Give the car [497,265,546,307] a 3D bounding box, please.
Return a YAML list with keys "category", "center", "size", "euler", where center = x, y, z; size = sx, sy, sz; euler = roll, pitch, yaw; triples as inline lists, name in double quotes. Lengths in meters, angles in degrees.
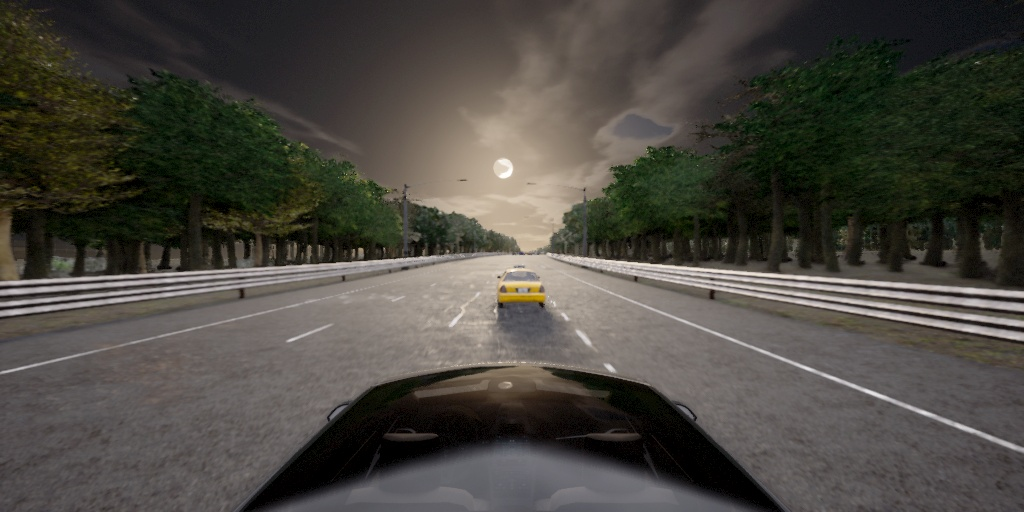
- category: "car"
  center: [0.314, 1.175, 15.295]
  size: [1.801, 1.575, 5.366]
  euler: [0, 0, -2]
